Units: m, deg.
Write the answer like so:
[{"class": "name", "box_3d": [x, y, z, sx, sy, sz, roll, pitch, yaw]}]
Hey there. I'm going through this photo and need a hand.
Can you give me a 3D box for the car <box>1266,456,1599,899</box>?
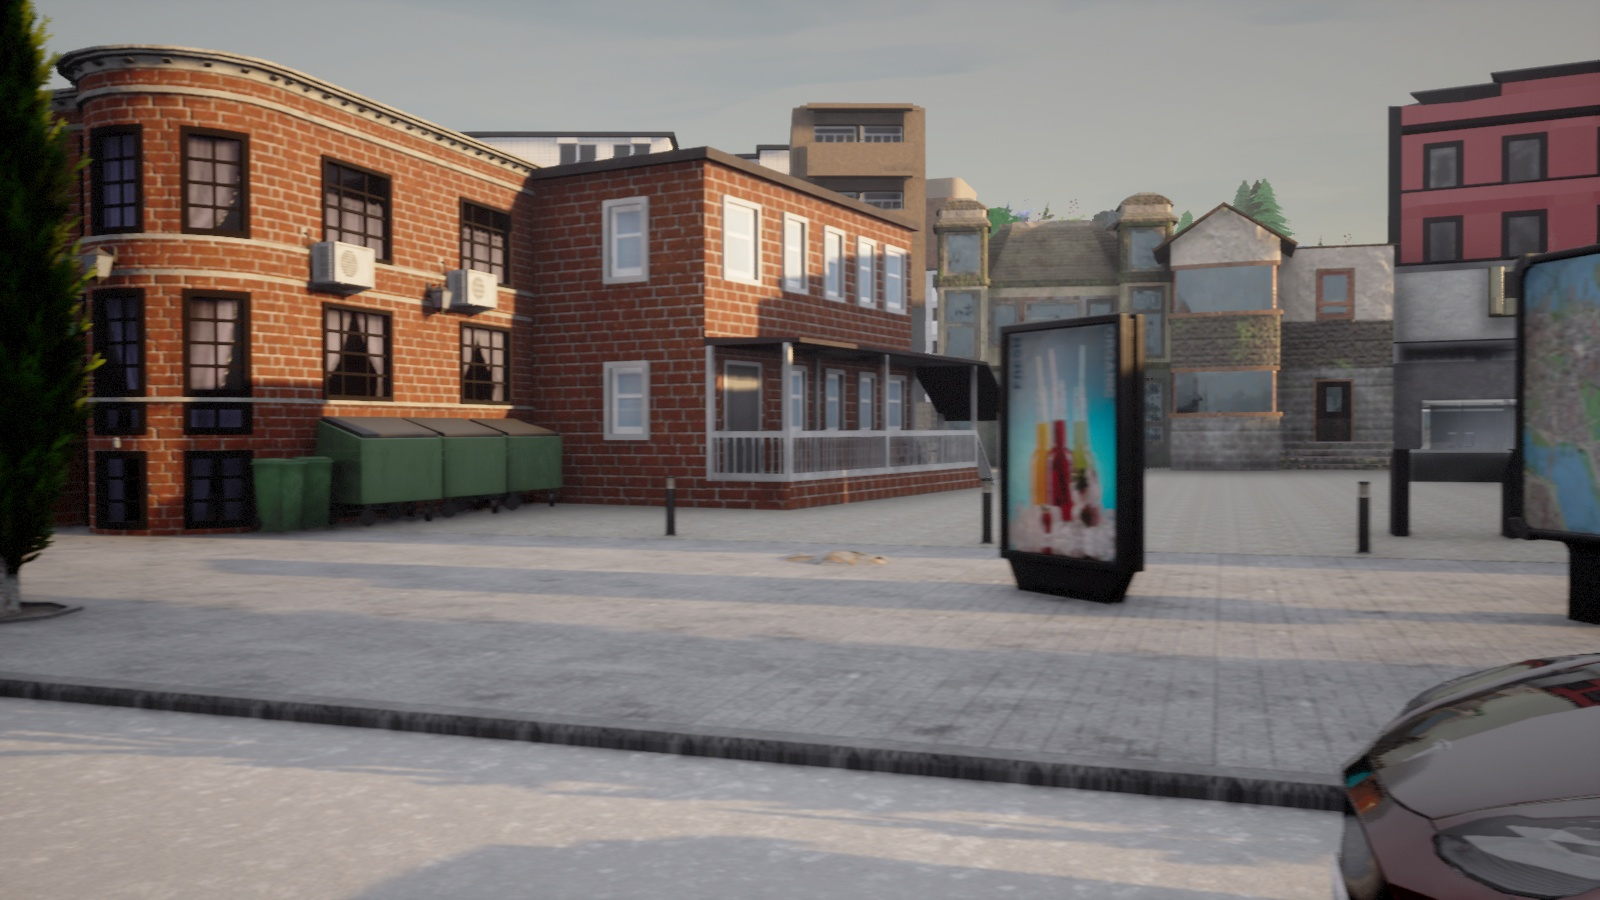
[{"class": "car", "box_3d": [3.537, 0.799, 2.530, 4.792, 1.488, 2.163, 1, 1, 19]}]
